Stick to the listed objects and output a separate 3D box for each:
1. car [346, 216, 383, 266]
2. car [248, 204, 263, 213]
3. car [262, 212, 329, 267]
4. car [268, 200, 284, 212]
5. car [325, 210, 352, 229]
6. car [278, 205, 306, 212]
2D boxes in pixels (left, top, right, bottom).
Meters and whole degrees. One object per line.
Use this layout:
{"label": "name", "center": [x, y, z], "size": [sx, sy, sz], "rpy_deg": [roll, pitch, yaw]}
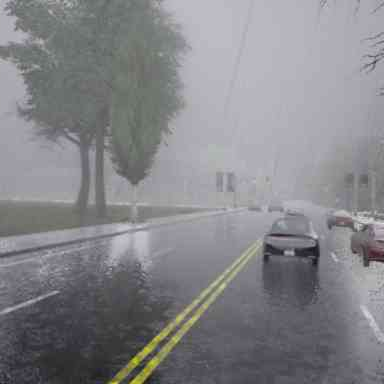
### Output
{"label": "car", "center": [7.173, 1.883, 12.460], "size": [1.812, 1.442, 4.674], "rpy_deg": [1, -1, 19]}
{"label": "car", "center": [10.104, 2.584, 53.192], "size": [1.895, 1.301, 4.718], "rpy_deg": [1, -1, 19]}
{"label": "car", "center": [3.842, 1.760, 12.758], "size": [2.128, 1.511, 4.902], "rpy_deg": [1, -1, 19]}
{"label": "car", "center": [13.406, 2.295, 52.791], "size": [2.150, 2.045, 5.566], "rpy_deg": [1, -1, 19]}
{"label": "car", "center": [11.825, 2.195, 26.727], "size": [1.812, 1.442, 4.674], "rpy_deg": [1, -1, 19]}
{"label": "car", "center": [8.490, 2.072, 27.006], "size": [2.128, 1.511, 4.902], "rpy_deg": [1, -1, 19]}
